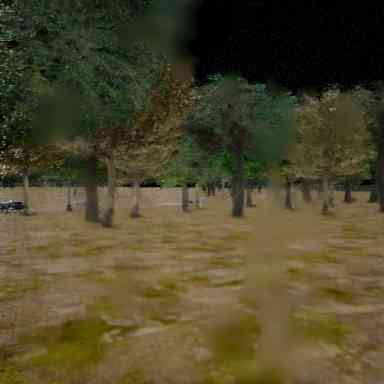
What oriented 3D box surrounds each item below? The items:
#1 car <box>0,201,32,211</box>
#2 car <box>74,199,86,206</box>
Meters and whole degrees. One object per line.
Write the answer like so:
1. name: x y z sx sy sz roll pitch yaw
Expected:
1. car: -27.256 2.166 51.531 1.837 1.490 4.892 -1 -2 24
2. car: -22.750 2.271 70.055 2.128 1.511 4.902 -1 -1 24
